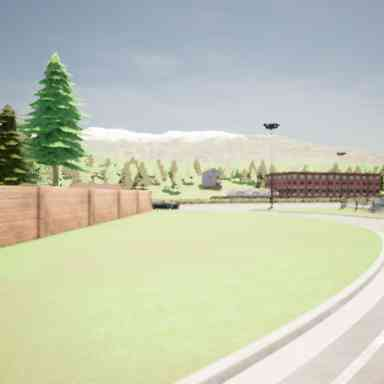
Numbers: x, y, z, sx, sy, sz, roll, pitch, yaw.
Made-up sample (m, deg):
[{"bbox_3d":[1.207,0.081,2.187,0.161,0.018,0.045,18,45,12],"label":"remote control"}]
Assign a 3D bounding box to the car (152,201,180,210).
[{"bbox_3d":[-4.104,1.893,47.180,4.718,1.301,1.895,0,0,9],"label":"car"}]
